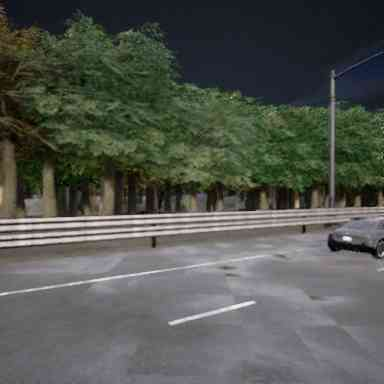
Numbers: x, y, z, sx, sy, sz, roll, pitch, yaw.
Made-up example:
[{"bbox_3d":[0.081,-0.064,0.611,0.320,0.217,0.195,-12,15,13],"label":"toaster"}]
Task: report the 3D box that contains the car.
[{"bbox_3d":[7.337,1.703,13.374,4.181,1.385,1.994,1,0,-35],"label":"car"}]
